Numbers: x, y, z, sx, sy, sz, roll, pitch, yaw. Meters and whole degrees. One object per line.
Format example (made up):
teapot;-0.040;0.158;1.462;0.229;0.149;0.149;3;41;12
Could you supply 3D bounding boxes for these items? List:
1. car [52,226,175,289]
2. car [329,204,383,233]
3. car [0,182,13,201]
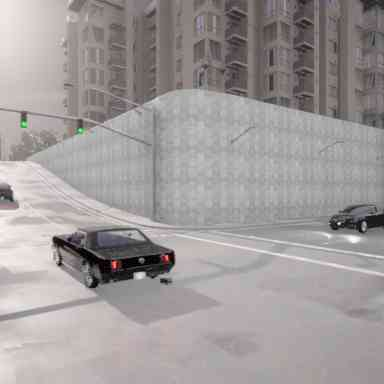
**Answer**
car;-2.473;1.601;9.328;1.895;1.301;4.718;0;0;-36
car;10.106;1.505;19.803;4.892;1.490;1.837;0;0;-36
car;-17.540;-0.150;30.298;1.837;1.490;4.892;0;9;-36
